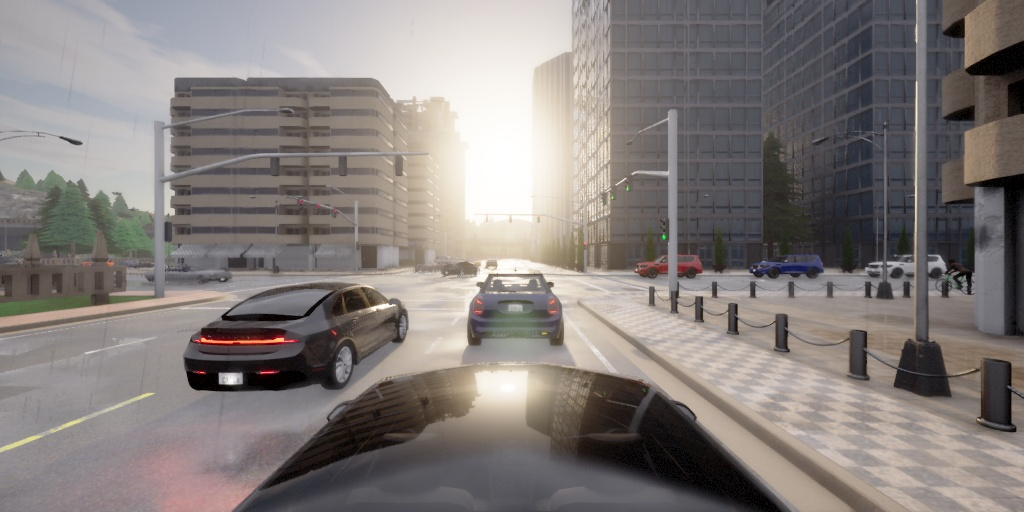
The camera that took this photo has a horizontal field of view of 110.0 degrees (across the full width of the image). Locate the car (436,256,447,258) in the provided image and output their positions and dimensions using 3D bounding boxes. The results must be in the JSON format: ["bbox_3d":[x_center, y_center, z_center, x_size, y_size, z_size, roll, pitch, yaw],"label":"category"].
[{"bbox_3d":[-10.521,0.971,54.305,2.150,2.045,5.566,0,0,0],"label":"car"}]

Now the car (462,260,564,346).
[{"bbox_3d":[0.092,1.102,9.585,2.097,1.767,4.553,0,0,0],"label":"car"}]

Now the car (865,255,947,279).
[{"bbox_3d":[34.396,0.916,31.372,5.566,2.045,2.150,0,0,0],"label":"car"}]

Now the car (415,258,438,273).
[{"bbox_3d":[-10.578,1.276,44.599,1.812,1.442,4.674,0,0,1],"label":"car"}]

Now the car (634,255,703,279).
[{"bbox_3d":[13.714,0.916,31.515,5.566,2.045,2.150,0,0,0],"label":"car"}]

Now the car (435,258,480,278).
[{"bbox_3d":[-4.788,1.209,33.845,1.837,1.490,4.892,2,1,24],"label":"car"}]

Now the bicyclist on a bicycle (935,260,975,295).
[{"bbox_3d":[21.022,0.996,16.981,0.582,1.620,1.656,0,0,0],"label":"bicyclist on a bicycle"}]

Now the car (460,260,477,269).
[{"bbox_3d":[-7.006,1.297,57.652,2.033,1.411,5.357,0,0,0],"label":"car"}]

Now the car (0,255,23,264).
[{"bbox_3d":[-39.251,0.919,27.043,5.566,2.045,2.150,0,0,20],"label":"car"}]

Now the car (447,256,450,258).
[{"bbox_3d":[-7.033,1.102,48.181,2.097,1.767,4.553,0,0,0],"label":"car"}]

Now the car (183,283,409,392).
[{"bbox_3d":[-3.425,1.255,6.814,1.837,1.490,4.892,0,0,0],"label":"car"}]

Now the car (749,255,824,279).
[{"bbox_3d":[24.034,0.916,31.442,5.566,2.045,2.150,0,0,1],"label":"car"}]

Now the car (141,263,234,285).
[{"bbox_3d":[-22.073,1.295,24.676,4.718,1.301,1.895,0,0,2],"label":"car"}]
